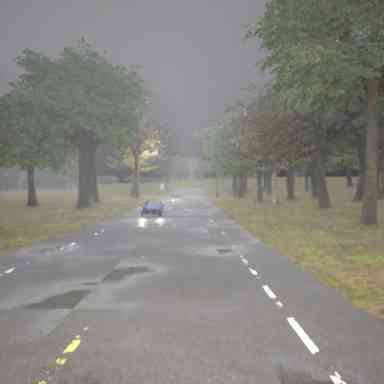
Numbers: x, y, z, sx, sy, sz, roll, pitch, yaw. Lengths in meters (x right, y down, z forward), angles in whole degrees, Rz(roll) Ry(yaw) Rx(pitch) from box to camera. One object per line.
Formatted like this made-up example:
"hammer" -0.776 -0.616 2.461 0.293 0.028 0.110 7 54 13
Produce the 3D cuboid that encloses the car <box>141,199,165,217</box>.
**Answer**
"car" -3.593 1.442 31.108 1.882 1.535 5.008 0 1 0

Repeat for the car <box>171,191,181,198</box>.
"car" -3.483 0.577 72.498 2.128 1.511 4.902 0 2 0
